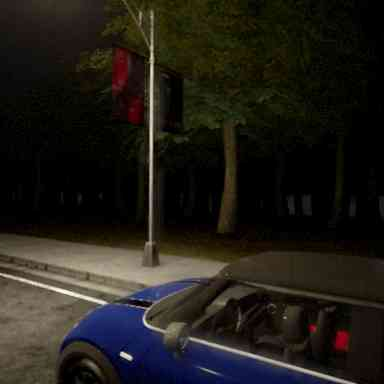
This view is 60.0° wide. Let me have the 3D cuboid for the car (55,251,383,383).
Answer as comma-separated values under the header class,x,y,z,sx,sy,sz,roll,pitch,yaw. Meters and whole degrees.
class,x,y,z,sx,sy,sz,roll,pitch,yaw
car,0.806,1.358,2.987,4.553,1.767,2.097,0,0,35
